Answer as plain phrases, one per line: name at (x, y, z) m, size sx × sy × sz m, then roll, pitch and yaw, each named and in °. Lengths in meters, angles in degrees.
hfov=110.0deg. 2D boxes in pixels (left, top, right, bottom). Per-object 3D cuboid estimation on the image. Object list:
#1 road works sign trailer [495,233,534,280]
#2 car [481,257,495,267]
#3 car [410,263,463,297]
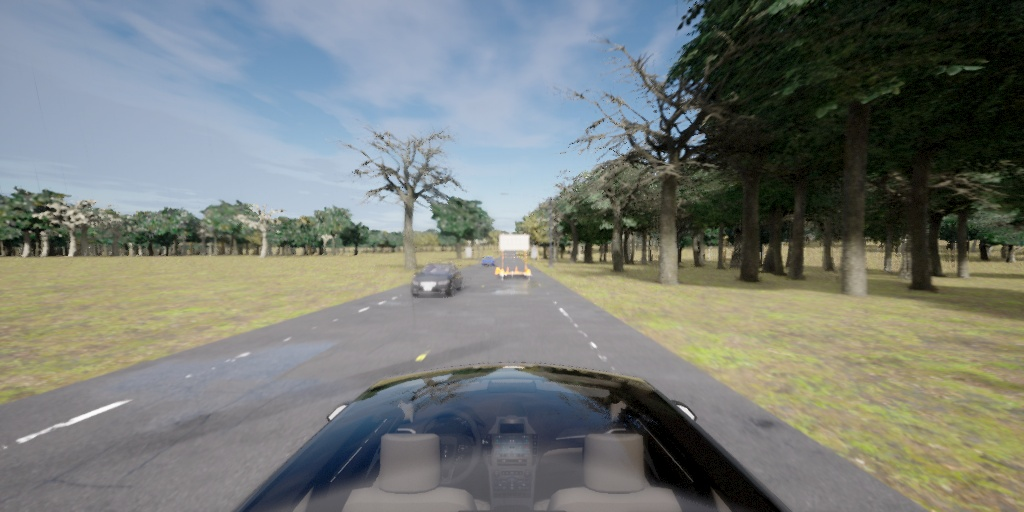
road works sign trailer at (0.160, 0.000, 27.923) m, size 2.380 × 3.560 × 2.880 m, roll 0°, pitch 0°, yaw -5°
car at (-3.517, 0.854, 53.933) m, size 1.882 × 1.535 × 5.008 m, roll 0°, pitch 1°, yaw 0°
car at (-3.588, 1.105, 17.764) m, size 2.128 × 1.511 × 4.902 m, roll 0°, pitch 0°, yaw 0°
